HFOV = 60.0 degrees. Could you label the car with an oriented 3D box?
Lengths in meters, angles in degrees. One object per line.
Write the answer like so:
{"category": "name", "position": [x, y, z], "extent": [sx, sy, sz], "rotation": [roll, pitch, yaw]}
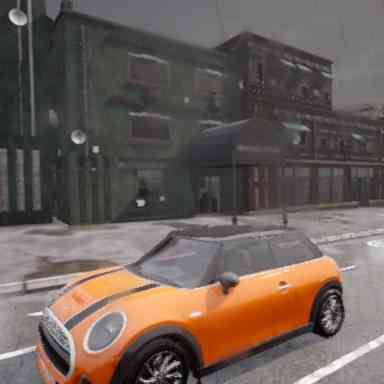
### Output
{"category": "car", "position": [0.223, 1.340, 4.957], "extent": [4.553, 1.767, 2.097], "rotation": [0, 0, -36]}
